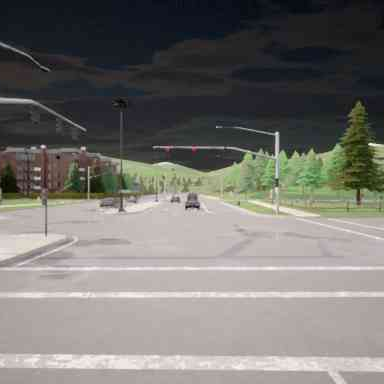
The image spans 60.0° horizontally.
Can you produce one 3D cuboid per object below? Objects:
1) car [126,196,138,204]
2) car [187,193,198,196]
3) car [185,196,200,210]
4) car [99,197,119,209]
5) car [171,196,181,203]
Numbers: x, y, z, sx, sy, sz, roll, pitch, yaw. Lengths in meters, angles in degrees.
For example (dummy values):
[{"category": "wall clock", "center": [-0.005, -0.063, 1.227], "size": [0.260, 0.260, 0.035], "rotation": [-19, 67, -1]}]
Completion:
[{"category": "car", "center": [-11.419, 1.525, 63.698], "size": [1.812, 1.442, 4.674], "rotation": [0, 0, 0]}, {"category": "car", "center": [0.088, 1.216, 68.949], "size": [2.150, 2.045, 5.566], "rotation": [0, 0, 0]}, {"category": "car", "center": [0.055, 1.598, 43.513], "size": [1.895, 1.301, 4.718], "rotation": [0, 0, 0]}, {"category": "car", "center": [-11.529, 1.501, 46.548], "size": [1.837, 1.490, 4.892], "rotation": [0, 0, 0]}, {"category": "car", "center": [-3.412, 1.487, 68.922], "size": [2.128, 1.511, 4.902], "rotation": [0, 0, 0]}]
